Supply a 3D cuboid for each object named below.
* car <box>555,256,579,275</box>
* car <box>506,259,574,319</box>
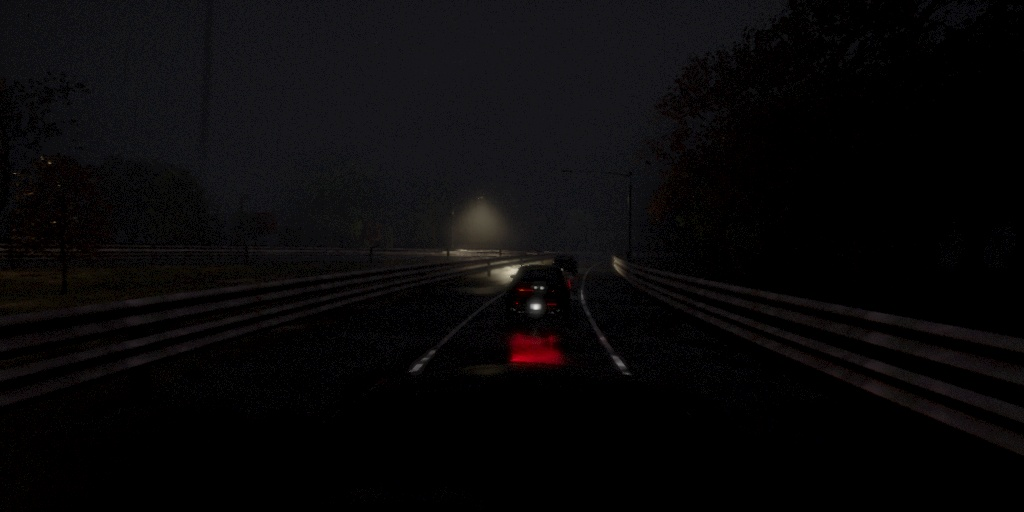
[{"bbox_3d":[4.269,0.698,28.783,1.837,1.490,4.892,0,1,14],"label":"car"},{"bbox_3d":[0.956,1.041,11.895,1.837,1.490,4.892,0,1,8],"label":"car"}]
